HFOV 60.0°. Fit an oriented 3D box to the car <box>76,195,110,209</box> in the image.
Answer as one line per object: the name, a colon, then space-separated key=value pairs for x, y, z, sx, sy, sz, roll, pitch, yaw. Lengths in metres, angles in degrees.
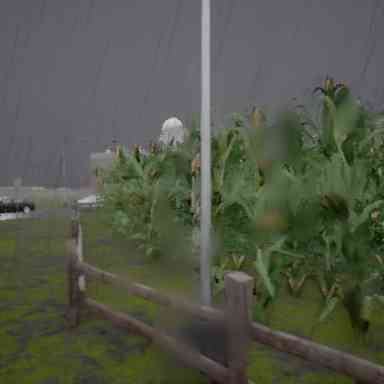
car: x=-11.000 y=1.059 z=37.033 sx=1.812 sy=1.442 sz=4.674 roll=0 pitch=1 yaw=29

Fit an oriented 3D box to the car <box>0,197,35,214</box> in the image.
car: x=-16.045 y=1.183 z=28.458 sx=1.882 sy=1.535 sz=5.008 roll=0 pitch=1 yaw=32
